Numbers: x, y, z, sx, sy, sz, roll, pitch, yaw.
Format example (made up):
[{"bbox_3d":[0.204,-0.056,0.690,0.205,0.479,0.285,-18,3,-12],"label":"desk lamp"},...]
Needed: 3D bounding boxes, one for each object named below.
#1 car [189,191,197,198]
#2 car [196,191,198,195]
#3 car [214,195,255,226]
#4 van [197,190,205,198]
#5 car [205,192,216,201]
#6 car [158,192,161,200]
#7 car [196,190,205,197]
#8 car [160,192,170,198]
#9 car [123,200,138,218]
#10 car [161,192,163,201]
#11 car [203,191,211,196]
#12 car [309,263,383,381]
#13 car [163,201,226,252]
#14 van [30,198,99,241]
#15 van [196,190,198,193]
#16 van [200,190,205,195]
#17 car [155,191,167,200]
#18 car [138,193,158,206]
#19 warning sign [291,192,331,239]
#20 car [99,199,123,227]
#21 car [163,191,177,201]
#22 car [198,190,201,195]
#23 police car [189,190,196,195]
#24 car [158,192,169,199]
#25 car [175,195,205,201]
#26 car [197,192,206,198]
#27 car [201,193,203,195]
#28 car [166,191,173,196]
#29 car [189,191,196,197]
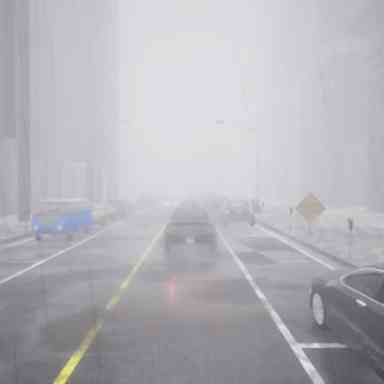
[{"bbox_3d":[0.269,0.594,83.961,1.837,1.490,4.892,0,1,0],"label":"car"},{"bbox_3d":[2.356,0.845,66.103,1.947,1.339,4.313,0,1,0],"label":"car"},{"bbox_3d":[2.694,1.208,20.918,1.967,1.590,4.097,0,1,0],"label":"car"},{"bbox_3d":[2.227,0.439,83.045,1.690,1.788,3.998,0,1,0],"label":"van"},{"bbox_3d":[2.609,1.085,32.214,1.967,1.590,4.097,0,1,0],"label":"car"},{"bbox_3d":[-6.042,1.007,49.091,1.887,1.381,4.507,0,1,0],"label":"car"},{"bbox_3d":[2.185,0.352,88.693,2.192,1.841,5.009,0,1,0],"label":"car"},{"bbox_3d":[-6.254,0.741,77.333,1.802,1.307,4.206,0,1,0],"label":"car"},{"bbox_3d":[-5.873,1.273,26.498,1.947,1.339,4.313,0,1,0],"label":"car"},{"bbox_3d":[-6.127,0.892,60.387,2.008,1.369,4.403,0,1,0],"label":"car"},{"bbox_3d":[2.567,1.024,37.861,1.967,1.590,4.097,0,1,0],"label":"car"},{"bbox_3d":[2.821,1.505,3.975,2.008,1.369,4.403,0,1,0],"label":"car"},{"bbox_3d":[-0.055,1.344,13.177,2.128,1.511,4.902,0,1,0],"label":"car"},{"bbox_3d":[-5.789,1.172,15.199,1.690,1.788,3.998,0,1,0],"label":"van"},{"bbox_3d":[2.312,0.560,71.749,1.690,1.788,3.998,0,1,0],"label":"van"},{"bbox_3d":[2.481,0.803,49.157,1.690,1.788,3.998,0,1,0],"label":"van"},{"bbox_3d":[-6.170,0.720,66.035,1.967,1.590,4.097,0,1,0],"label":"car"},{"bbox_3d":[-6.000,1.089,43.443,1.947,1.339,4.313,0,1,0],"label":"car"},{"bbox_3d":[4.967,0.959,13.986,1.300,1.860,1.060,0,1,0],"label":"warning sign"},{"bbox_3d":[-5.829,1.296,20.679,1.752,1.417,4.829,0,1,0],"label":"car"},{"bbox_3d":[-3.489,0.972,57.556,1.895,1.301,4.718,0,1,0],"label":"car"},{"bbox_3d":[2.440,0.841,54.806,1.967,1.590,4.097,0,1,0],"label":"car"},{"bbox_3d":[0.343,0.619,74.071,1.930,1.638,5.238,0,1,0],"label":"police car"},{"bbox_3d":[-6.211,0.770,71.684,2.008,1.369,4.403,0,1,0],"label":"car"},{"bbox_3d":[-0.165,1.251,28.410,1.994,1.385,4.181,0,1,0],"label":"car"},{"bbox_3d":[2.271,0.703,77.400,1.887,1.381,4.507,0,1,0],"label":"car"},{"bbox_3d":[2.525,1.067,43.511,1.887,1.381,4.507,0,1,0],"label":"car"},{"bbox_3d":[-6.380,0.521,94.278,1.887,1.381,4.507,0,1,0],"label":"car"},{"bbox_3d":[0.225,0.529,89.960,1.837,1.490,4.892,0,1,0],"label":"car"}]
